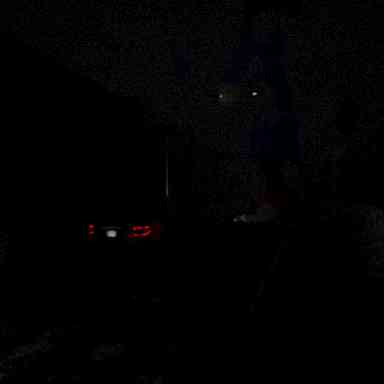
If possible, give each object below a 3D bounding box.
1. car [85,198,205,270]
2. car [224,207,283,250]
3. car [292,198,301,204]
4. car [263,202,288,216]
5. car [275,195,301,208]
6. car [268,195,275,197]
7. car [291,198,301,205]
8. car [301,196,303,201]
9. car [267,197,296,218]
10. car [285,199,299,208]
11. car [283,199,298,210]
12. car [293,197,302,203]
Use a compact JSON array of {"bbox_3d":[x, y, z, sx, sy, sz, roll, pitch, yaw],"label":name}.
[{"bbox_3d":[-1.253,1.205,11.311,2.150,2.045,5.566,0,0,19],"label":"car"},{"bbox_3d":[2.565,1.536,14.238,2.008,1.369,4.403,0,0,19],"label":"car"},{"bbox_3d":[23.049,1.929,73.199,1.802,1.307,4.206,0,0,19],"label":"car"},{"bbox_3d":[4.483,1.535,19.759,1.752,1.417,4.829,0,0,19],"label":"car"},{"bbox_3d":[11.876,1.437,41.040,2.192,1.841,5.009,0,0,19],"label":"car"},{"bbox_3d":[13.128,1.425,52.407,2.150,2.045,5.566,0,0,19],"label":"car"},{"bbox_3d":[21.187,1.851,67.839,1.887,1.381,4.507,0,0,19],"label":"car"},{"bbox_3d":[19.380,1.793,62.640,1.752,1.417,4.829,0,0,19],"label":"car"},{"bbox_3d":[8.152,1.502,30.320,1.967,1.590,4.097,0,0,19],"label":"car"},{"bbox_3d":[15.600,1.772,51.759,1.802,1.307,4.206,0,0,19],"label":"car"},{"bbox_3d":[13.794,1.682,46.560,1.752,1.417,4.829,0,0,19],"label":"car"},{"bbox_3d":[24.911,1.956,78.559,1.947,1.339,4.313,0,0,19],"label":"car"}]
